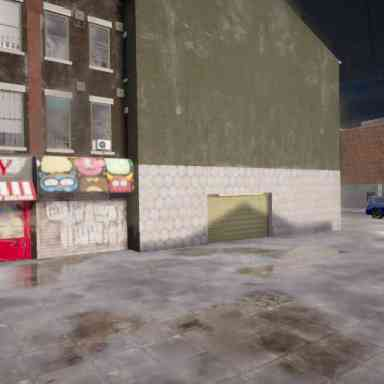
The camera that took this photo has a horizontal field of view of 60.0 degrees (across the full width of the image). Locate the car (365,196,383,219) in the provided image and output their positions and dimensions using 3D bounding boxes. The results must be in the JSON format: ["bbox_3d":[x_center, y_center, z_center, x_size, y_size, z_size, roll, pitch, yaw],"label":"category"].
[{"bbox_3d":[17.560,1.334,27.877,2.150,2.045,5.566,-1,0,-35],"label":"car"}]
